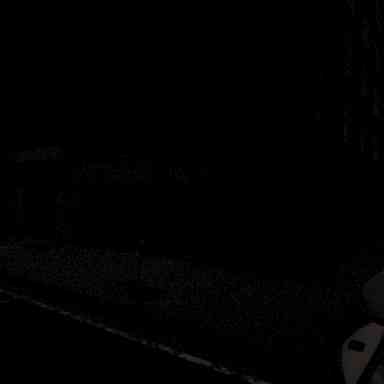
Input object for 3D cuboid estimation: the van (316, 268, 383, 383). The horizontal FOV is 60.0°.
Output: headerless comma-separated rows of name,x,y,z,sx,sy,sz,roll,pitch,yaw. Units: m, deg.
van,2.479,1.342,1.181,3.998,1.788,1.690,0,1,35
